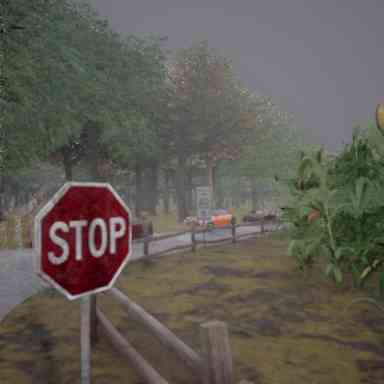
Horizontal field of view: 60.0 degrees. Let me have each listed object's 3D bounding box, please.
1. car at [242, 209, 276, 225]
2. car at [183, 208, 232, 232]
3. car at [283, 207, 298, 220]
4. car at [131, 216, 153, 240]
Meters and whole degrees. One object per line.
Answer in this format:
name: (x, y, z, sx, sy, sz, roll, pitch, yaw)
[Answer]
car: (6.736, 2.418, 33.187, 1.882, 1.535, 5.008, -1, -2, 36)
car: (1.290, 2.072, 25.623, 2.097, 1.767, 4.553, -1, -2, 36)
car: (12.843, 2.692, 41.638, 1.837, 1.490, 4.892, -1, -2, 36)
car: (-4.216, 1.971, 17.846, 1.882, 1.535, 5.008, -1, -2, 34)
